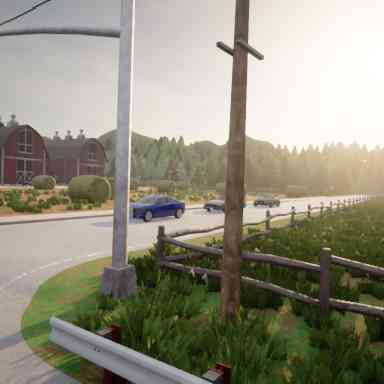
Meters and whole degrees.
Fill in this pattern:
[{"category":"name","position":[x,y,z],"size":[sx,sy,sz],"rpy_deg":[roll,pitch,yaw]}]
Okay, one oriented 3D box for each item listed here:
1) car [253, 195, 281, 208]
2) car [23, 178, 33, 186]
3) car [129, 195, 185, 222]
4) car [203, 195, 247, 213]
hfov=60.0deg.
[{"category":"car","position":[8.581,0.996,37.814],"size":[1.994,1.385,4.181],"rpy_deg":[3,2,33]},{"category":"car","position":[-38.910,-2.331,79.372],"size":[1.905,1.878,3.866],"rpy_deg":[8,2,-13]},{"category":"car","position":[-2.380,0.943,21.201],"size":[1.882,1.535,5.008],"rpy_deg":[3,2,33]},{"category":"car","position":[3.062,0.996,29.461],"size":[2.033,1.411,5.357],"rpy_deg":[3,2,33]}]
